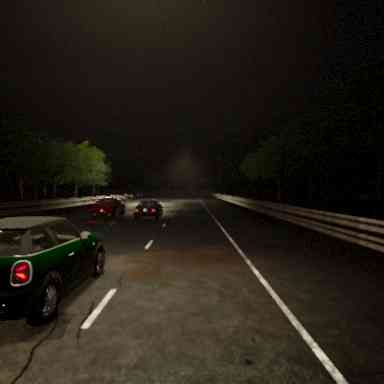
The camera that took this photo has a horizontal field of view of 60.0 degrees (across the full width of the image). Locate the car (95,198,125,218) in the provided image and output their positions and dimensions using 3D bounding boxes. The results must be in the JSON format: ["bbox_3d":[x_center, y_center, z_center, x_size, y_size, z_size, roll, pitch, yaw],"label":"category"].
[{"bbox_3d":[-6.911,1.274,27.881,1.882,1.535,5.008,0,0,0],"label":"car"}]

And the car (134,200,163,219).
[{"bbox_3d":[-3.406,1.354,26.548,2.033,1.411,5.357,0,0,0],"label":"car"}]

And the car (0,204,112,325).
[{"bbox_3d":[-3.401,1.299,7.167,2.097,1.767,4.553,0,0,0],"label":"car"}]
